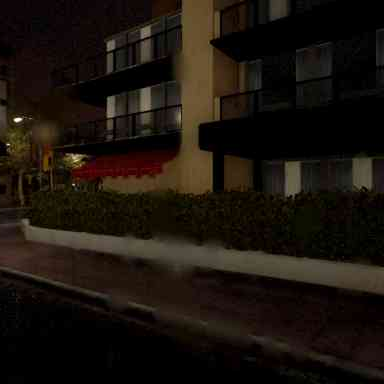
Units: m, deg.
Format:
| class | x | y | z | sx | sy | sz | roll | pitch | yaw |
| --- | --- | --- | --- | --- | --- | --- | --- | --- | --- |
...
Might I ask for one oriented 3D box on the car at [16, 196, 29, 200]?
| class | x | y | z | sx | sy | sz | roll | pitch | yaw |
| --- | --- | --- | --- | --- | --- | --- | --- | --- | --- |
| car | -36.129 | 1.481 | 67.948 | 4.892 | 1.521 | 2.231 | 0 | 0 | 36 |
